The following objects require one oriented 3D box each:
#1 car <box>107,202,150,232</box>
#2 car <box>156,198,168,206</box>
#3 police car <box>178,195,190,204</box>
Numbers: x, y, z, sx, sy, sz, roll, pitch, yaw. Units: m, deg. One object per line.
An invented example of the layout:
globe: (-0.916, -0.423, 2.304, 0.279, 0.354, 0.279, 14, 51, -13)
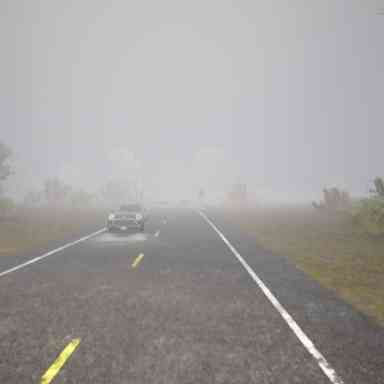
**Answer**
car: (-3.858, 1.446, 20.904, 2.097, 1.767, 4.553, 0, 0, -1)
car: (-5.511, 1.794, 61.765, 1.994, 1.385, 4.181, 0, 0, -3)
police car: (-1.435, 1.673, 70.174, 1.930, 1.638, 5.238, 0, 0, -3)
